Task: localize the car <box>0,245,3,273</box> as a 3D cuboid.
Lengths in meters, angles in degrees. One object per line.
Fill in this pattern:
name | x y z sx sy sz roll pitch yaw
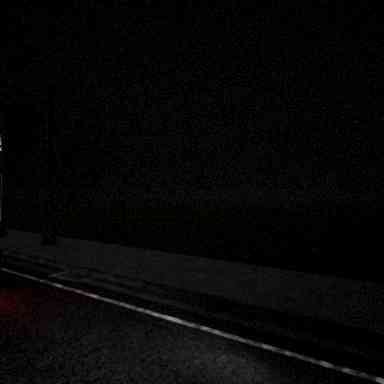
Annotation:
car | -6.655 1.424 8.431 4.892 1.490 1.837 1 0 36
